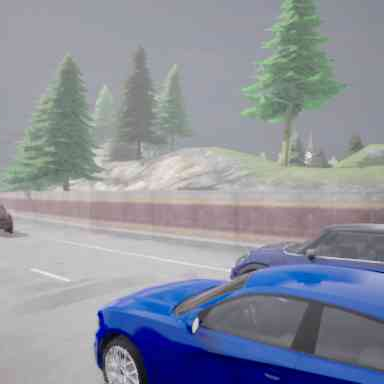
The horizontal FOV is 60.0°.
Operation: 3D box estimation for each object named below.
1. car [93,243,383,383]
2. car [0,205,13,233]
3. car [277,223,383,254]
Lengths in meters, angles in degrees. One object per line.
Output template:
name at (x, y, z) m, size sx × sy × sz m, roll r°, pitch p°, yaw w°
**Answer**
car at (1.099, 1.492, 3.307) m, size 5.008 × 1.535 × 1.882 m, roll 0°, pitch 0°, yaw 36°
car at (-12.155, 1.441, 19.351) m, size 4.553 × 1.767 × 2.097 m, roll 0°, pitch 0°, yaw 45°
car at (2.981, 1.379, 6.277) m, size 4.553 × 1.767 × 2.097 m, roll 0°, pitch 0°, yaw 36°
